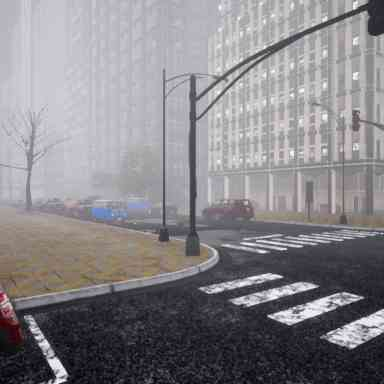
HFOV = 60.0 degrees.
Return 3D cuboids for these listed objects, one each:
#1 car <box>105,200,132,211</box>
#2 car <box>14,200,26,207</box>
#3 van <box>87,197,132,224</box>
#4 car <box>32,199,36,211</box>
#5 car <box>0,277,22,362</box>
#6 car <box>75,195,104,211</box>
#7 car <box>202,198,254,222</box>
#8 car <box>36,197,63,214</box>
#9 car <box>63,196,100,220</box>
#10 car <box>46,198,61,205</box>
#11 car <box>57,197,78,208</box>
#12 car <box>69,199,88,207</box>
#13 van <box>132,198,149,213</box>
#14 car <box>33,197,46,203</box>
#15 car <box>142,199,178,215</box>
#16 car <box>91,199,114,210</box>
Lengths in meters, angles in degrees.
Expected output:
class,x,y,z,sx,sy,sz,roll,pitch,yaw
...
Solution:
class,x,y,z,sx,sy,sz,roll,pitch,yaw
car,-10.006,1.847,45.177,1.947,1.339,4.313,0,0,-36
car,-30.279,1.994,58.554,1.802,1.307,4.206,0,0,-36
van,-6.615,1.499,26.451,1.690,1.788,3.998,0,0,-36
car,-20.138,1.745,44.796,1.967,1.590,4.097,0,0,-36
car,-4.209,1.440,3.554,4.097,1.590,1.967,0,0,-36
car,-14.442,1.524,46.740,2.150,2.045,5.566,0,0,-36
car,2.931,1.454,27.625,2.192,1.841,5.009,0,0,-36
car,-16.758,1.584,40.209,2.192,1.841,5.009,0,0,-36
car,-9.996,1.510,31.037,2.192,1.841,5.009,0,0,-36
car,-30.292,2.061,72.695,1.947,1.339,4.313,0,0,-36
car,-20.749,1.721,55.225,2.097,1.767,4.553,0,0,-36
car,-20.149,1.940,58.935,2.008,1.369,4.403,0,0,-36
van,-6.627,1.586,40.591,1.690,1.788,3.998,0,0,-36
car,-39.054,2.063,85.110,1.882,1.535,5.008,0,0,-36
car,-3.245,1.758,36.004,2.008,1.369,4.403,0,0,-36
car,-13.489,1.844,49.900,1.752,1.417,4.829,0,0,-36
